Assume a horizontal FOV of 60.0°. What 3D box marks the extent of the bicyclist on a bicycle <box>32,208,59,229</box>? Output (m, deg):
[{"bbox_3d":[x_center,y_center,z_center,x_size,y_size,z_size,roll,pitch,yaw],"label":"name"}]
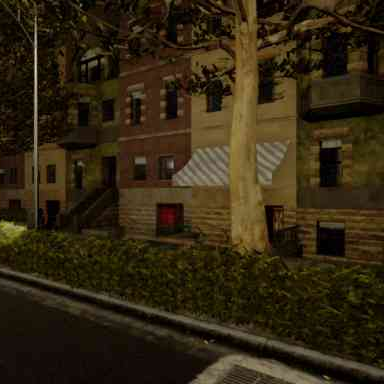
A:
[{"bbox_3d":[-4.727,1.339,10.515,0.582,1.620,1.656,0,-4,34],"label":"bicyclist on a bicycle"}]
